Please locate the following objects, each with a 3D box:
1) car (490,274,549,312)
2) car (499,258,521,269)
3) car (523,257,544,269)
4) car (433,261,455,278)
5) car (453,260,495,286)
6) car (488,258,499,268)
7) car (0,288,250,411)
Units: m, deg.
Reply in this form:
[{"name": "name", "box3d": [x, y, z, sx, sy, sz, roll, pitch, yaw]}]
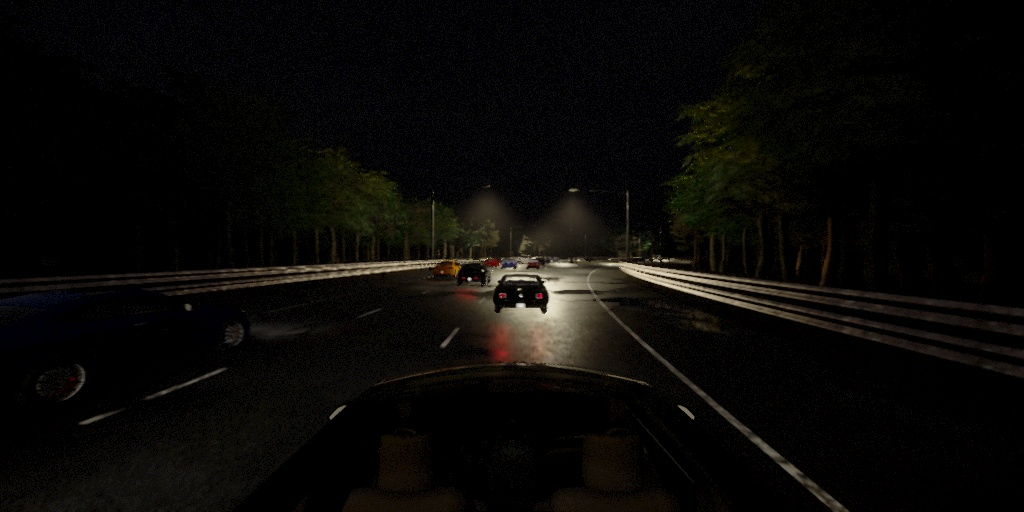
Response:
[{"name": "car", "box3d": [0.358, 1.354, 14.133, 1.895, 1.301, 4.718, 0, 0, 2]}, {"name": "car", "box3d": [-0.251, 1.022, 53.087, 2.097, 1.767, 4.553, 0, 0, 6]}, {"name": "car", "box3d": [3.294, 1.224, 54.354, 2.033, 1.411, 5.357, 0, 0, 7]}, {"name": "car", "box3d": [-5.696, 1.174, 32.639, 1.882, 1.535, 5.008, 0, 0, 4]}, {"name": "car", "box3d": [-2.582, 1.239, 25.230, 1.837, 1.490, 4.892, 0, 0, 3]}, {"name": "car", "box3d": [-3.137, 1.123, 59.044, 1.882, 1.535, 5.008, 0, 0, 8]}, {"name": "car", "box3d": [-6.714, 1.252, 5.942, 1.812, 1.442, 4.674, 0, 0, 1]}]
